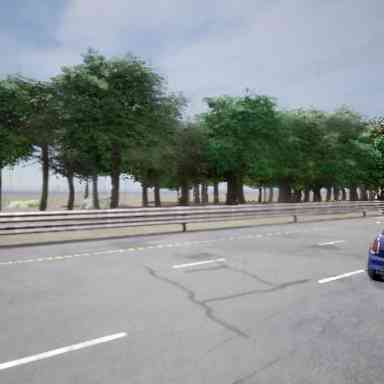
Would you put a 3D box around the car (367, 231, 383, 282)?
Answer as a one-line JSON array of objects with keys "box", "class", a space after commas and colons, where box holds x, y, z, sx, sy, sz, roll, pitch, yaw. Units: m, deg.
[{"box": [6.527, 1.351, 8.530, 4.553, 1.767, 2.097, 0, 0, -36], "class": "car"}]
